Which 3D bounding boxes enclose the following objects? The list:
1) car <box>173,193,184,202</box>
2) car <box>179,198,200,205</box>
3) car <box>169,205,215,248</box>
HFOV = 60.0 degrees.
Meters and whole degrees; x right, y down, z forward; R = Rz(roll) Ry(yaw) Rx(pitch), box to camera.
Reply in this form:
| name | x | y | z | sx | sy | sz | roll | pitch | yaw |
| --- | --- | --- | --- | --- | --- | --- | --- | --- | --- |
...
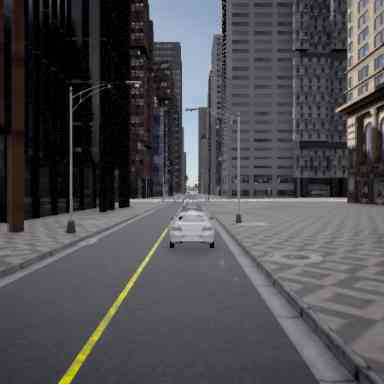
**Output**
| name | x | y | z | sx | sy | sz | roll | pitch | yaw |
| --- | --- | --- | --- | --- | --- | --- | --- | --- | --- |
| car | -3.000 | 1.197 | 75.607 | 2.150 | 2.045 | 5.566 | 0 | 0 | 0 |
| car | 0.000 | 1.565 | 29.651 | 2.033 | 1.411 | 5.357 | 0 | 0 | 0 |
| car | 0.000 | 1.532 | 14.650 | 1.812 | 1.442 | 4.674 | 0 | 0 | 0 |
